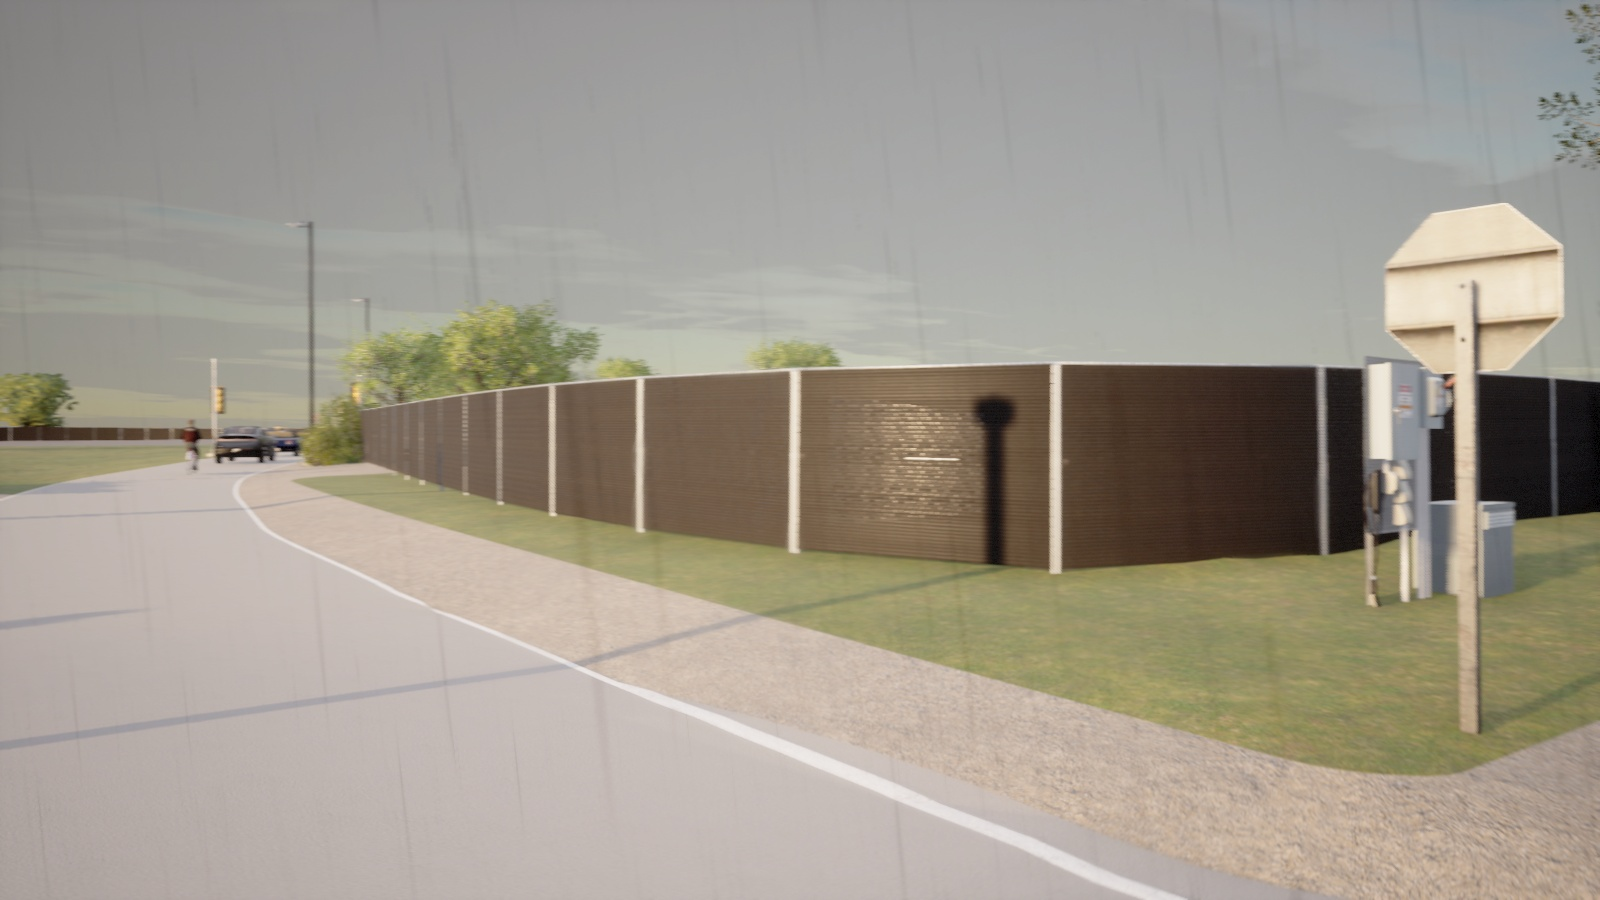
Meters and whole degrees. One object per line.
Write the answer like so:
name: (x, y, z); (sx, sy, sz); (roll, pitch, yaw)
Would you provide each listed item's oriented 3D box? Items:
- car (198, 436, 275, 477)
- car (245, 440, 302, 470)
car: (-23.006, 0.235, 51.423); (2.128, 1.511, 4.902); (-2, 1, -16)
car: (-25.718, 0.216, 61.462); (1.895, 1.301, 4.718); (-2, 1, -15)
